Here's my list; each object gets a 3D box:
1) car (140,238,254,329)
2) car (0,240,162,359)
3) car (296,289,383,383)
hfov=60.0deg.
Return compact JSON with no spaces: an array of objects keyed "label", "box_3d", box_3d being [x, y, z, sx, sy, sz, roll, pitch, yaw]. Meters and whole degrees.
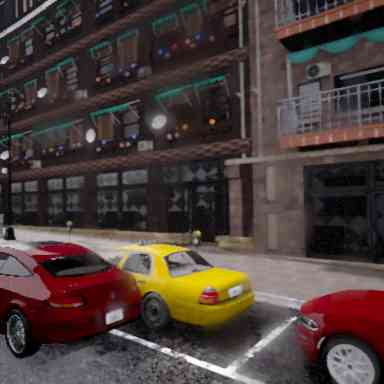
[{"label":"car","box_3d":[-1.124,1.654,6.980,4.829,1.417,1.752,-1,-3,37]},{"label":"car","box_3d":[-2.951,1.636,6.149,4.674,1.442,1.812,-1,-1,37]},{"label":"car","box_3d":[3.443,1.620,3.566,4.507,1.381,1.887,-1,-3,37]}]
